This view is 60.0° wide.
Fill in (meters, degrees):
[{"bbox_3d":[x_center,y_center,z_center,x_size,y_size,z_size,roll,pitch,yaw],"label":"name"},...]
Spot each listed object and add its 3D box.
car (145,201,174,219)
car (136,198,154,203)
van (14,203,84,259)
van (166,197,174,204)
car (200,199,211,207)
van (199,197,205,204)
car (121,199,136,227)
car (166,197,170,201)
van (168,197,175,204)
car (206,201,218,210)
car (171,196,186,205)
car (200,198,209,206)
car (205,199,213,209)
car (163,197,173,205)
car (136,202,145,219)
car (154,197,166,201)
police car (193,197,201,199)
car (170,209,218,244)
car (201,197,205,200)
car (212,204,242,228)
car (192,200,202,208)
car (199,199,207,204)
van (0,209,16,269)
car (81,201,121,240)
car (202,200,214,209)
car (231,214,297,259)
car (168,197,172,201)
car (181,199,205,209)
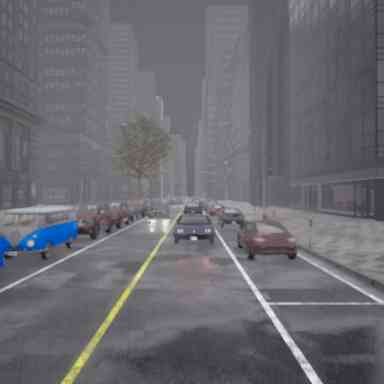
[{"bbox_3d":[-3.098,1.896,32.432,1.994,1.385,4.181,0,-1,0],"label":"car"},{"bbox_3d":[-5.763,1.679,35.518,2.192,1.841,5.009,0,-1,0],"label":"car"},{"bbox_3d":[-5.763,1.472,12.809,1.690,1.788,3.998,0,-1,0],"label":"van"},{"bbox_3d":[-5.763,2.251,86.612,1.690,1.788,3.998,0,-1,0],"label":"van"},{"bbox_3d":[2.762,2.276,69.586,2.008,1.369,4.403,0,-1,0],"label":"car"},{"bbox_3d":[2.762,2.313,92.298,1.690,1.788,3.998,0,-1,0],"label":"van"},{"bbox_3d":[-5.763,1.562,24.164,2.192,1.841,5.009,0,-1,0],"label":"car"},{"bbox_3d":[-5.763,2.187,63.731,1.752,1.417,4.829,0,-1,0],"label":"car"},{"bbox_3d":[-5.763,2.313,92.289,1.690,1.788,3.998,0,-1,0],"label":"van"},{"bbox_3d":[2.762,1.946,35.522,1.802,1.307,4.206,0,-1,0],"label":"car"},{"bbox_3d":[-2.999,2.244,73.030,1.994,1.385,4.181,0,-1,0],"label":"car"},{"bbox_3d":[2.762,2.227,75.264,1.967,1.590,4.097,0,-1,0],"label":"car"},{"bbox_3d":[2.762,1.950,41.370,1.752,1.417,4.829,0,-1,0],"label":"car"},{"bbox_3d":[-5.763,2.163,80.935,2.192,1.841,5.009,0,-1,0],"label":"car"},{"bbox_3d":[-5.763,1.871,29.838,1.947,1.339,4.313,0,-1,0],"label":"car"},{"bbox_3d":[-5.763,1.857,52.549,2.192,1.841,5.009,0,-1,0],"label":"car"},{"bbox_3d":[0.900,1.981,53.721,1.930,1.638,5.238,0,-1,0],"label":"police car"},{"bbox_3d":[0.098,1.774,16.863,1.895,1.301,4.718,0,-1,0],"label":"car"},{"bbox_3d":[2.762,1.983,52.556,1.967,1.590,4.097,0,-1,0],"label":"car"},{"bbox_3d":[2.762,1.798,24.168,2.008,1.369,4.403,0,-1,0],"label":"car"},{"bbox_3d":[0.901,2.187,63.610,1.812,1.442,4.674,0,-1,0],"label":"car"},{"bbox_3d":[2.762,2.461,86.619,2.008,1.369,4.403,0,-1,0],"label":"car"},{"bbox_3d":[-5.763,1.415,7.132,1.690,1.788,3.998,0,-1,0],"label":"van"},{"bbox_3d":[-5.763,1.504,18.487,2.192,1.841,5.009,0,-1,0],"label":"car"},{"bbox_3d":[2.762,2.169,58.232,1.947,1.339,4.313,0,-1,0],"label":"car"},{"bbox_3d":[2.762,1.714,12.813,1.802,1.307,4.206,0,-1,0],"label":"car"},{"bbox_3d":[-5.763,2.307,69.578,1.802,1.307,4.206,0,-1,0],"label":"car"},{"bbox_3d":[0.099,1.837,35.105,1.882,1.535,5.008,0,-1,0],"label":"car"}]
